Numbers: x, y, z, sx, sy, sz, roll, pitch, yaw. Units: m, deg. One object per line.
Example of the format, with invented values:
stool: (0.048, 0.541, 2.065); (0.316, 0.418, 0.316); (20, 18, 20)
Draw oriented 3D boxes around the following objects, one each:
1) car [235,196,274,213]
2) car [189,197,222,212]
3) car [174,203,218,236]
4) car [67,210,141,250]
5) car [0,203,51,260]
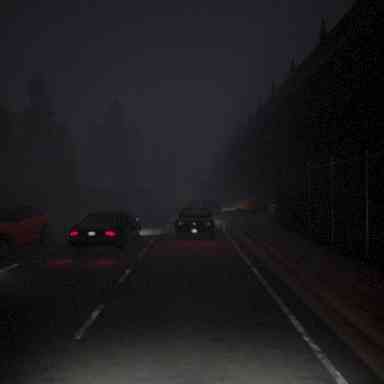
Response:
car: (6.283, 1.234, 34.306); (1.882, 1.535, 5.008); (0, 0, 37)
car: (1.374, 1.255, 33.248); (2.128, 1.511, 4.902); (0, 0, 30)
car: (0.238, 1.476, 17.537); (1.895, 1.301, 4.718); (0, 0, 3)
car: (-3.394, 1.449, 13.788); (2.033, 1.411, 5.357); (0, 0, 0)
car: (-6.983, 1.266, 12.026); (2.097, 1.767, 4.553); (0, 0, 2)
